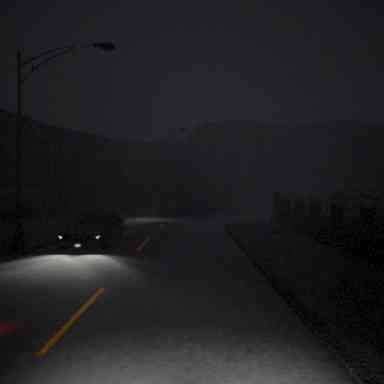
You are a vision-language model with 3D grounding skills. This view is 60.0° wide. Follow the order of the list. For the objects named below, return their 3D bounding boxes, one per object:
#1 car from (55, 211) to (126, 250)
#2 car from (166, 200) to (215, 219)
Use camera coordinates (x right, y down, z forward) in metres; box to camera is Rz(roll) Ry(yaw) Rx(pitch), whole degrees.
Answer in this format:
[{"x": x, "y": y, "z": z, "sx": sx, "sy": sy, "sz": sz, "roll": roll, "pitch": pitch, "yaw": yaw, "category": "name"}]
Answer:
[{"x": -4.204, "y": 1.566, "z": 14.730, "sx": 2.033, "sy": 1.411, "sz": 5.357, "roll": 0, "pitch": 0, "yaw": -1, "category": "car"}, {"x": -0.091, "y": 1.530, "z": 30.366, "sx": 5.008, "sy": 1.535, "sz": 1.882, "roll": 1, "pitch": -1, "yaw": -39, "category": "car"}]
